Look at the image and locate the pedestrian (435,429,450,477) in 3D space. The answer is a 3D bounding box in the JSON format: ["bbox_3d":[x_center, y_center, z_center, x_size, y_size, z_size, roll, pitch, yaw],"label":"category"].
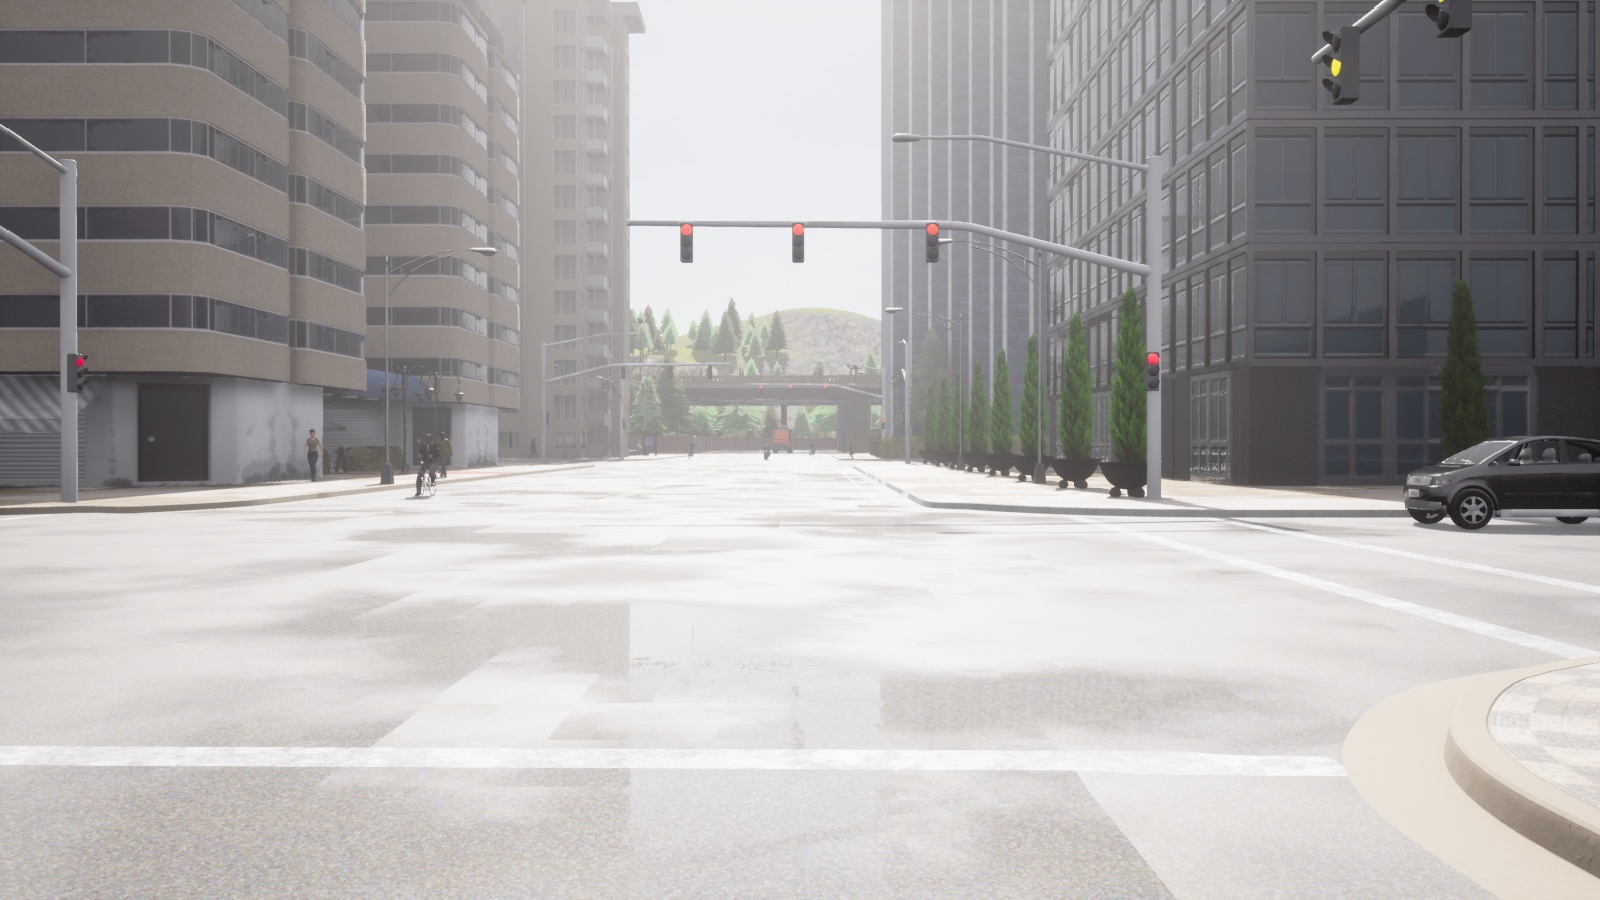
[{"bbox_3d":[-13.751,0.117,48.294,0.370,1.835,0.726,0,0,2],"label":"pedestrian"}]

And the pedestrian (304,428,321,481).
[{"bbox_3d":[-16.826,0.147,43.352,0.345,1.836,0.594,0,0,-1],"label":"pedestrian"}]

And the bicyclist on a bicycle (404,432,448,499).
[{"bbox_3d":[-10.291,0.413,34.589,0.659,1.776,1.843,0,0,0],"label":"bicyclist on a bicycle"}]

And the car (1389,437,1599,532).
[{"bbox_3d":[12.269,0.559,21.319,3.705,1.549,1.789,0,0,1],"label":"car"}]
